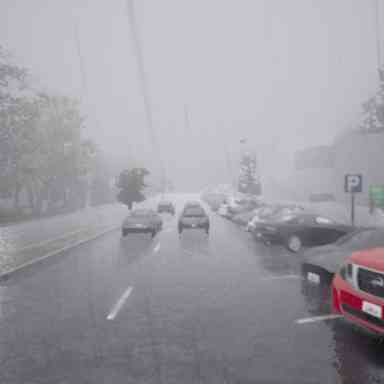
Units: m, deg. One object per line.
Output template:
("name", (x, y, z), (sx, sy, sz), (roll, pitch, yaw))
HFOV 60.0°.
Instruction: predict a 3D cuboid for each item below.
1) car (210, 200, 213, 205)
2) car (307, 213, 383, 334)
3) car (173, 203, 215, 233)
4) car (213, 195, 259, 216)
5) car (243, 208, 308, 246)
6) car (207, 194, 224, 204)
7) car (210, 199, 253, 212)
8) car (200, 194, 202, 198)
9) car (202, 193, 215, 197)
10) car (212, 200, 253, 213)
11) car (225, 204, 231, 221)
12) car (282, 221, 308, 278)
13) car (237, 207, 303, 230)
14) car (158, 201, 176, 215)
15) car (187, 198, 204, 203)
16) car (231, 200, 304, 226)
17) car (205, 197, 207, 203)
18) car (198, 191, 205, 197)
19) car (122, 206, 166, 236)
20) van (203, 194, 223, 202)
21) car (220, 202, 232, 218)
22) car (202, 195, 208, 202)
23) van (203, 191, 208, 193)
("car", (4.910, 1.778, 32.450), (5.366, 1.575, 1.946), (1, 0, -20))
("car", (5.051, 1.292, 5.482), (5.566, 2.045, 2.435), (1, 0, -20))
("car", (0.107, 1.721, 21.256), (2.128, 1.511, 4.902), (0, -1, 0))
("car", (5.109, 1.521, 29.524), (5.566, 2.045, 2.435), (1, 0, -20))
("car", (5.068, 1.646, 14.499), (5.008, 1.535, 2.097), (1, -1, -20))
("car", (5.062, 1.542, 38.504), (5.566, 2.045, 2.435), (1, 0, -20))
("car", (5.258, 1.778, 44.597), (5.366, 1.575, 1.946), (1, 0, -20))
("car", (5.091, 1.652, 74.492), (4.892, 1.521, 2.231), (1, 0, -20))
("car", (5.067, 1.551, 68.517), (4.553, 1.767, 2.185), (1, 0, -20))
("car", (5.090, 1.826, 41.524), (4.674, 1.452, 2.002), (1, 0, -20))
("car", (5.081, 1.777, 23.498), (4.674, 1.452, 2.002), (1, 0, -20))
("car", (5.047, 1.605, 8.482), (4.792, 1.488, 2.163), (1, 0, -20))
("car", (5.079, 1.719, 17.499), (4.674, 1.452, 2.002), (1, 0, -20))
("car", (-2.887, 1.809, 37.786), (1.837, 1.490, 4.892), (0, 0, 0))
("car", (0.114, 1.808, 37.739), (1.837, 1.490, 4.892), (0, 0, 0))
("car", (5.110, 1.583, 20.511), (4.553, 1.767, 2.185), (1, 0, -20))
("car", (5.063, 1.785, 50.521), (4.792, 1.488, 2.163), (1, 1, -20))
("car", (5.076, 1.387, 77.459), (5.566, 2.045, 2.435), (1, 1, -20))
("car", (-2.893, 1.782, 20.016), (1.994, 1.385, 4.181), (0, -1, 0))
("van", (4.994, 1.398, 80.412), (4.442, 1.987, 1.878), (1, 1, -20))
("car", (5.105, 1.785, 26.523), (4.792, 1.488, 2.163), (1, -1, -20))
("car", (5.067, 1.733, 62.526), (4.792, 1.488, 2.163), (1, 1, -20))
("van", (5.207, 1.440, 71.551), (4.442, 1.987, 1.878), (1, 0, -20))
